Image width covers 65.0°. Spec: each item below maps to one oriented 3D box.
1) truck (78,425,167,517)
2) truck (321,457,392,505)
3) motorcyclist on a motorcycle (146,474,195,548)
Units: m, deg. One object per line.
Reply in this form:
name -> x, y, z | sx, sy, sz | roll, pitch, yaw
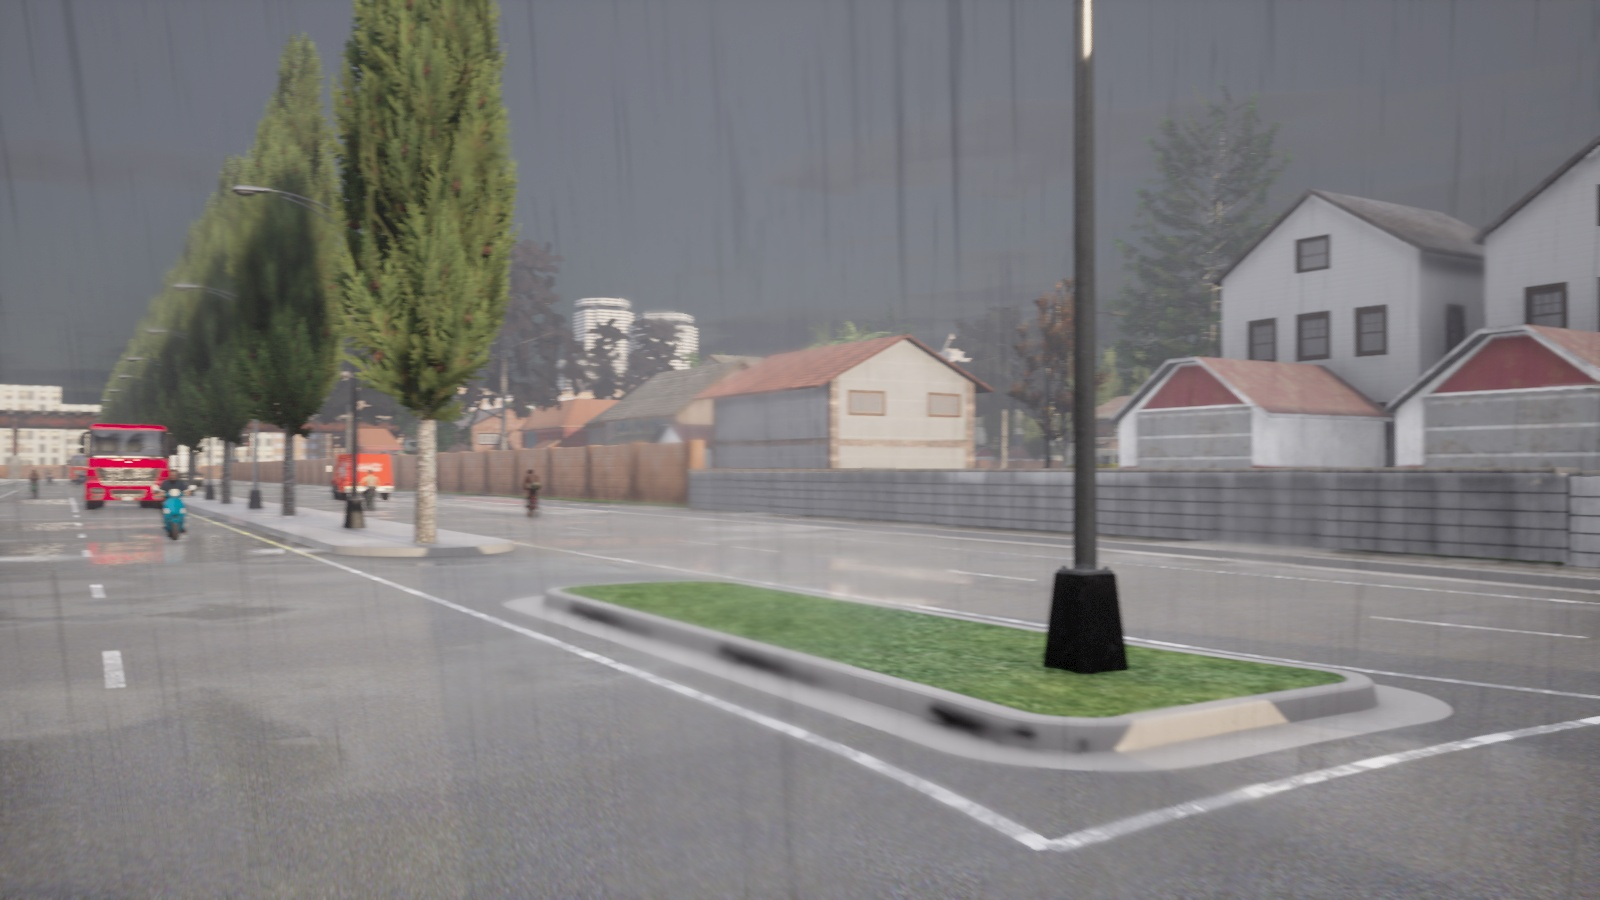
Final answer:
truck -> -27.866, 0.874, 51.486 | 2.891, 3.462, 7.936 | 1, -2, -30
truck -> -23.730, 1.625, 67.090 | 2.627, 2.467, 5.204 | 0, -1, -31
motorcyclist on a motorcycle -> -14.216, 1.345, 28.337 | 0.866, 1.590, 1.817 | 0, -1, -31
